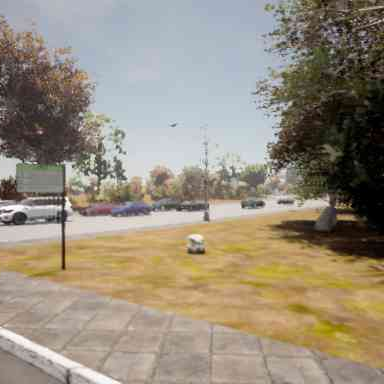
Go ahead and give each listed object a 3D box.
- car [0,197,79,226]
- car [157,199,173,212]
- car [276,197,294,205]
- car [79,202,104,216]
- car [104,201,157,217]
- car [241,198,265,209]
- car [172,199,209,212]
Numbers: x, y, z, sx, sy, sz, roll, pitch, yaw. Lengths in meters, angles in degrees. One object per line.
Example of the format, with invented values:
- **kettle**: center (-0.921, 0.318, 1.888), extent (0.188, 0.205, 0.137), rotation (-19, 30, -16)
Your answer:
- **car**: center (-12.132, 1.403, 26.001), extent (2.150, 2.045, 5.566), rotation (-1, 0, 39)
- **car**: center (-3.402, 1.665, 42.676), extent (1.837, 1.490, 4.892), rotation (-1, 0, 38)
- **car**: center (16.339, 1.557, 58.184), extent (1.895, 1.301, 4.718), rotation (0, 0, 32)
- **car**: center (-9.666, 1.759, 34.694), extent (1.994, 1.385, 4.181), rotation (-1, 0, 39)
- **car**: center (-6.106, 1.692, 33.556), extent (1.812, 1.442, 4.674), rotation (-1, 0, 38)
- **car**: center (8.636, 1.538, 46.785), extent (2.128, 1.511, 4.902), rotation (-1, 0, 36)
- **car**: center (0.104, 1.730, 41.489), extent (1.895, 1.301, 4.718), rotation (-1, 0, 37)
